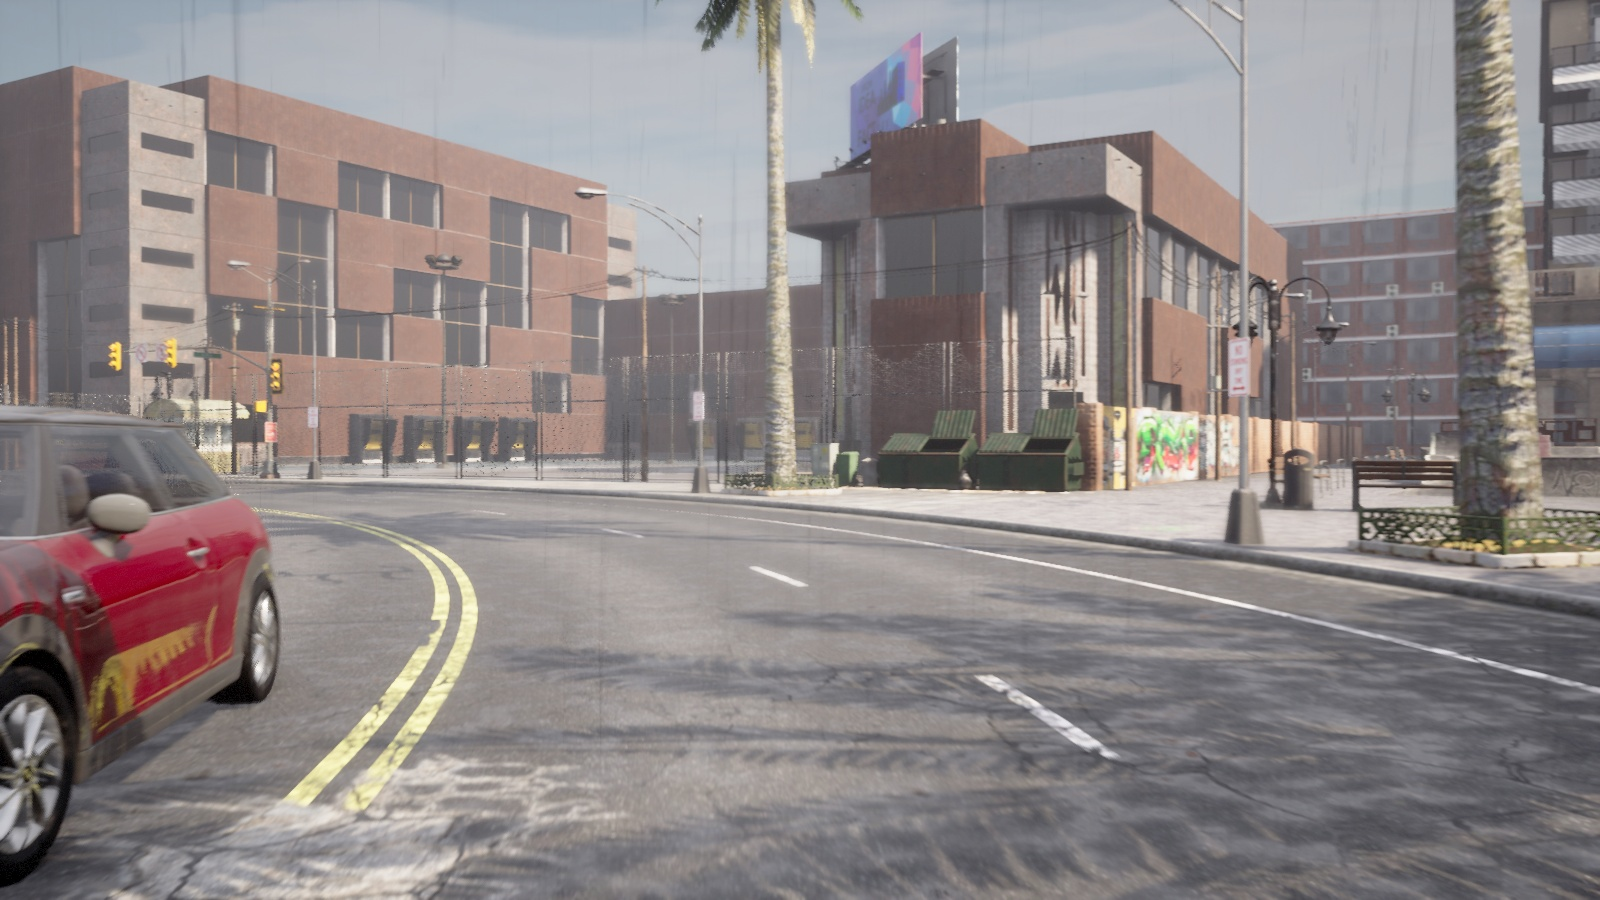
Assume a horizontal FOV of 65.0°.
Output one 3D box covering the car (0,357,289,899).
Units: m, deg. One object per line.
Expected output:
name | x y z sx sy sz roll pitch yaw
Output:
car | -3.840 0.575 5.310 2.097 1.767 4.553 0 0 -9
